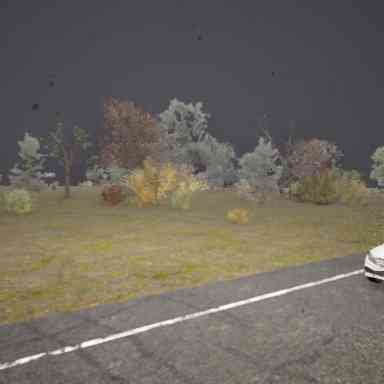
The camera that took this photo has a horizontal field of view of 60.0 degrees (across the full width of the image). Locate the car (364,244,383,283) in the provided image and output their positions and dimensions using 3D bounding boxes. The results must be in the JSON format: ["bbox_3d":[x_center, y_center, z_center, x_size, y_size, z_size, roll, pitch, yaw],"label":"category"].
[{"bbox_3d":[6.317,1.527,8.573,4.674,1.442,1.812,0,0,-36],"label":"car"}]
